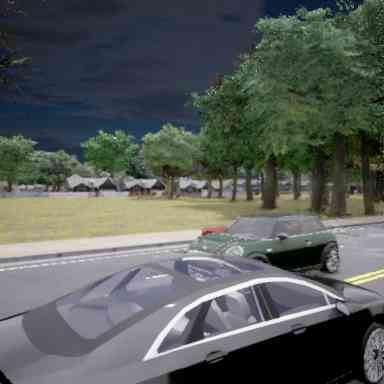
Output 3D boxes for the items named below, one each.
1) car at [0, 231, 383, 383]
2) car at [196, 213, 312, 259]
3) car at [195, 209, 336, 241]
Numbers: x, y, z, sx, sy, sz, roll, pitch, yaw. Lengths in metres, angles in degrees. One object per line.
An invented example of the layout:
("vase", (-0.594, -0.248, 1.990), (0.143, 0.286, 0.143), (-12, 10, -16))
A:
("car", (0.439, 1.503, 3.753), (4.902, 1.511, 2.128), (0, 0, -36))
("car", (2.626, 1.647, 13.542), (4.718, 1.301, 1.895), (0, 0, -35))
("car", (1.988, 1.384, 9.096), (4.553, 1.767, 2.097), (0, 0, -35))
